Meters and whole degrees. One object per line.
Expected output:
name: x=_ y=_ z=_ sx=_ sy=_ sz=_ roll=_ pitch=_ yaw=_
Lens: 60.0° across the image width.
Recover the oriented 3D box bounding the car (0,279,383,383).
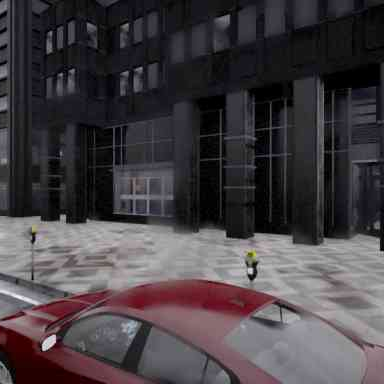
car: x=-0.227 y=1.545 z=3.124 sx=4.507 sy=1.381 sz=1.887 roll=0 pitch=0 yaw=35
